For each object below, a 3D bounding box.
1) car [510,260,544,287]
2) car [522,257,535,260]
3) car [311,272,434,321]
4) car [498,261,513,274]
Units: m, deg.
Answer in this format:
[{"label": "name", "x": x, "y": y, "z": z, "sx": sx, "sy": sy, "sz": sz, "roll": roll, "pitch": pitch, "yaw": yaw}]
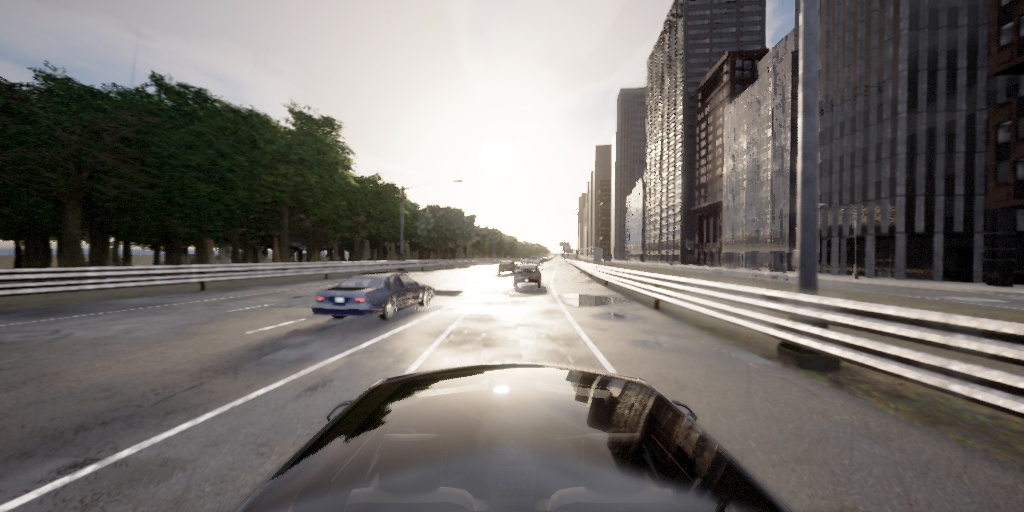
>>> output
[{"label": "car", "x": 1.162, "y": 1.289, "z": 25.288, "sx": 1.837, "sy": 1.490, "sz": 4.892, "roll": 0, "pitch": 0, "yaw": 5}, {"label": "car", "x": 2.431, "y": 1.336, "z": 63.576, "sx": 2.128, "sy": 1.511, "sz": 4.902, "roll": 1, "pitch": 0, "yaw": 8}, {"label": "car", "x": -4.426, "y": 1.260, "z": 12.364, "sx": 2.033, "sy": 1.411, "sz": 5.357, "roll": 1, "pitch": 0, "yaw": 8}, {"label": "car", "x": -0.473, "y": 1.289, "z": 41.774, "sx": 1.837, "sy": 1.490, "sz": 4.892, "roll": 1, "pitch": 0, "yaw": 8}]
